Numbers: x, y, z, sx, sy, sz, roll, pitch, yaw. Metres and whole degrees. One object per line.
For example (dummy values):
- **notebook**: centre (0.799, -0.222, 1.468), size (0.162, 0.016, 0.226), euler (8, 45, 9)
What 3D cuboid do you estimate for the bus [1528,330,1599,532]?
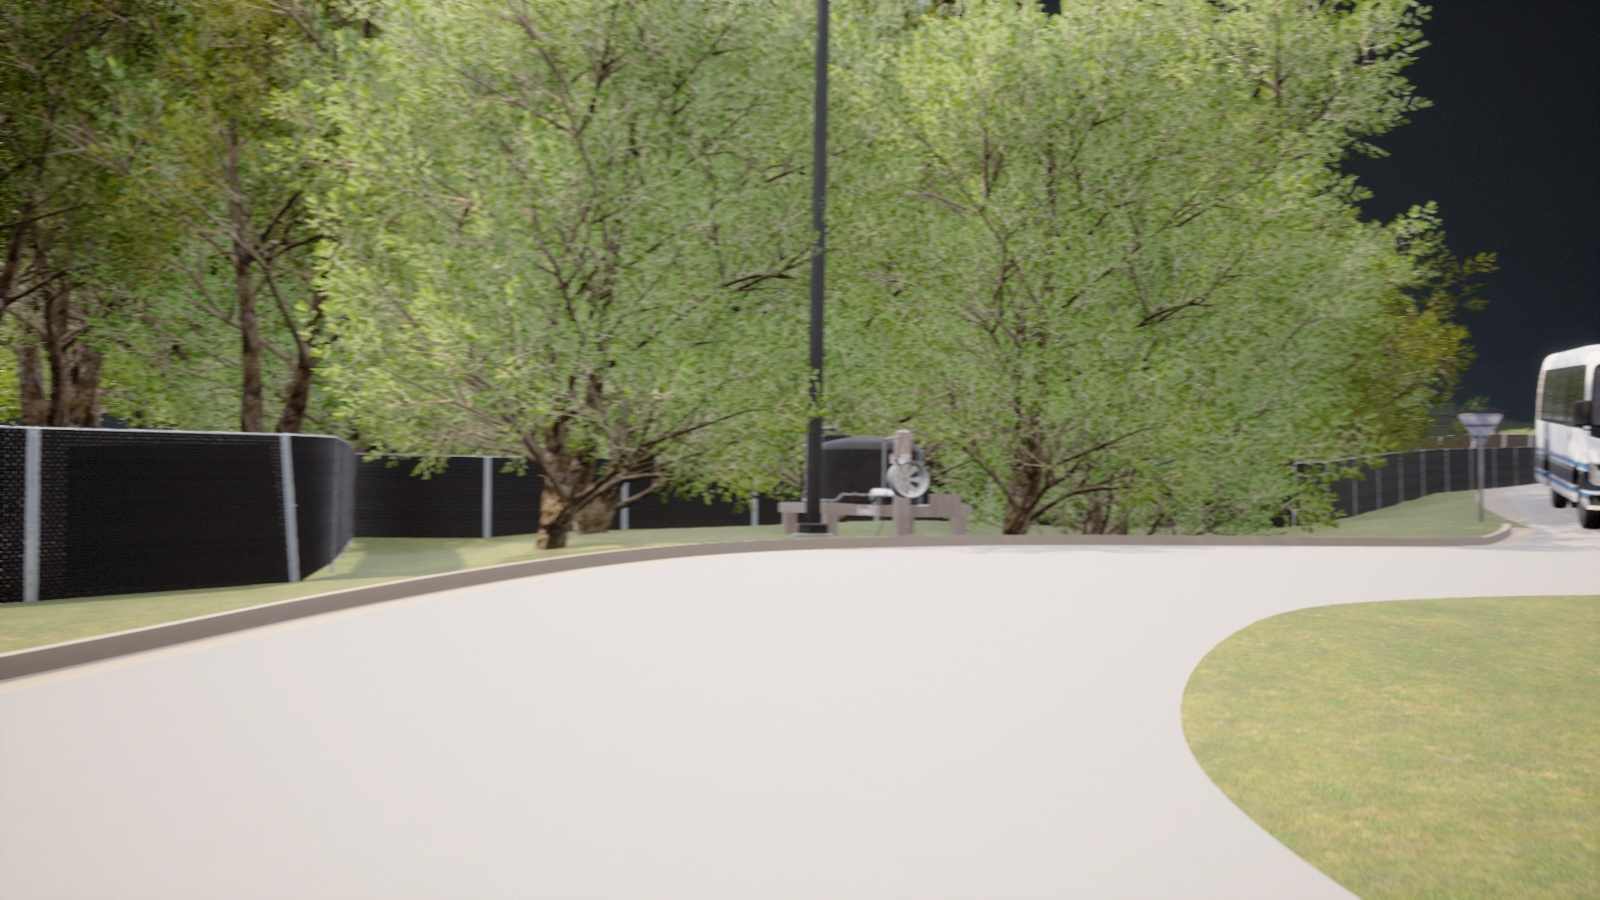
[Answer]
- **bus**: centre (20.407, -0.646, 30.388), size (3.944, 4.253, 10.273), euler (-1, 2, 25)
